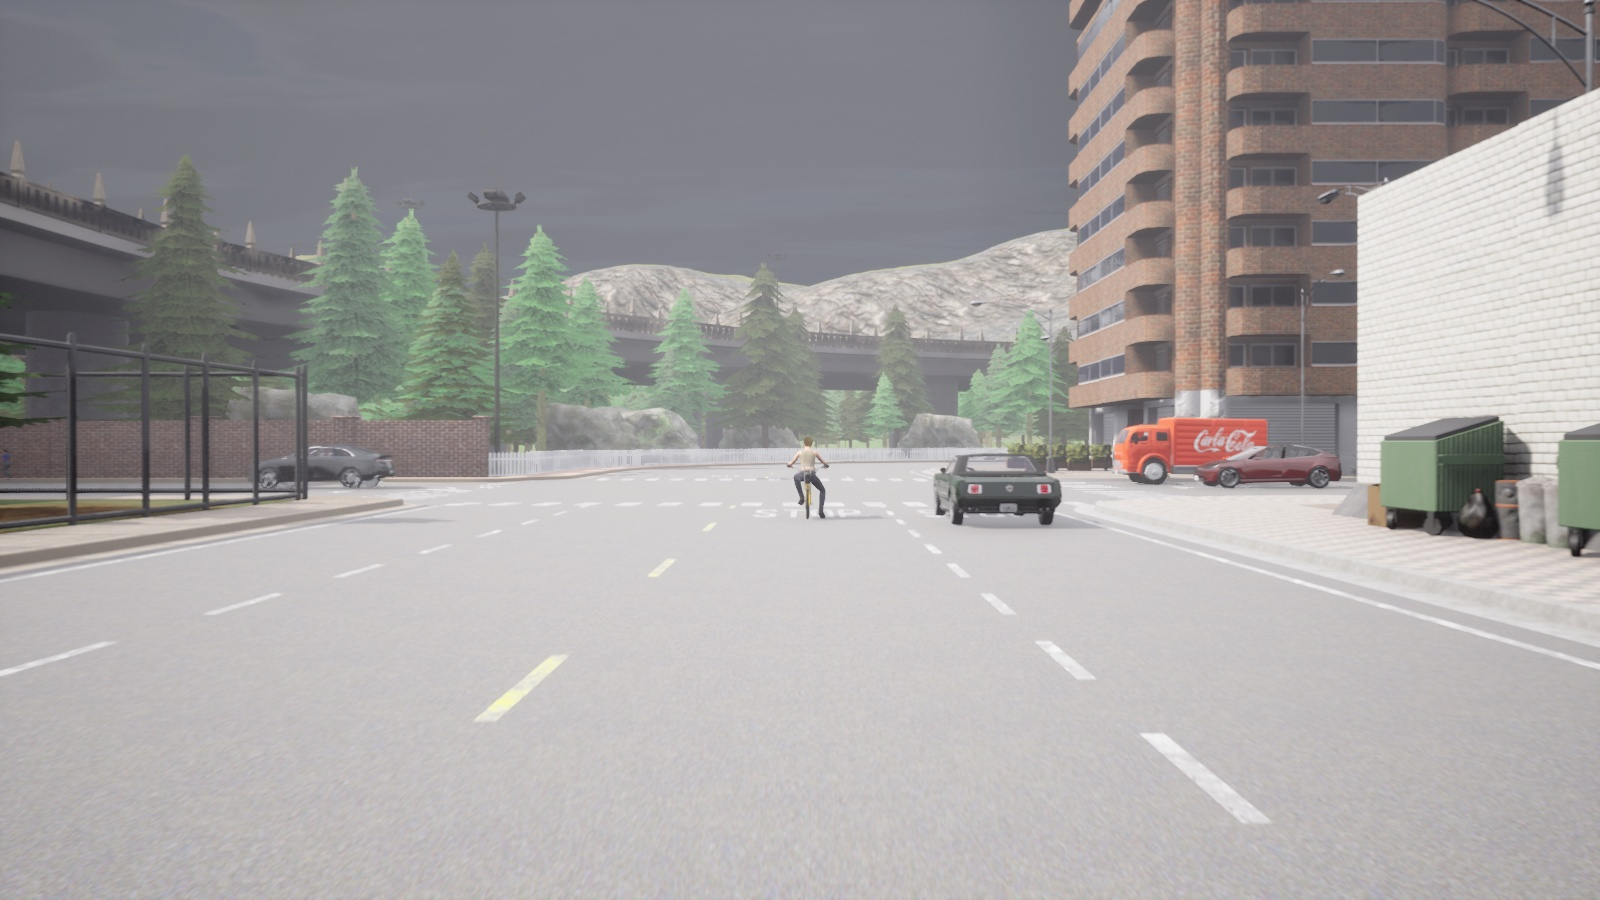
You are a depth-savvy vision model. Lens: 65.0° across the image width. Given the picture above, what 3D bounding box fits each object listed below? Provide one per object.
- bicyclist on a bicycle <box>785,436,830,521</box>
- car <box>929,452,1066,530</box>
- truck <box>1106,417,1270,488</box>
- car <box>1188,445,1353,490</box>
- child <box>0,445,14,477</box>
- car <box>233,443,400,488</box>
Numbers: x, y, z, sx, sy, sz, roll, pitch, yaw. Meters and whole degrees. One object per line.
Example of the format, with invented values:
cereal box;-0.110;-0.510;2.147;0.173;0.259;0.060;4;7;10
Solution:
bicyclist on a bicycle;0.155;0.543;24.786;0.866;1.612;1.509;0;0;1
car;3.651;0.715;23.986;1.895;1.301;4.718;0;0;0
truck;14.222;0.075;46.341;5.204;2.467;2.627;1;0;1
car;15.977;0.573;42.827;4.792;1.488;2.163;0;0;0
child;-31.539;0.434;49.877;0.437;1.263;0.270;0;0;-1
car;-16.524;0.502;43.060;4.902;1.511;2.128;0;0;2
